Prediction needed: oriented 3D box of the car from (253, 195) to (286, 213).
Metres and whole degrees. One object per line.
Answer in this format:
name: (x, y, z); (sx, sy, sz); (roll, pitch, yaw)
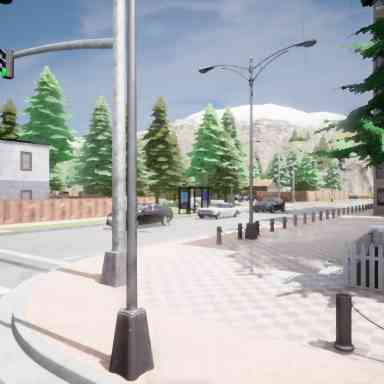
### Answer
car: (8.594, 1.337, 36.734); (2.097, 1.767, 4.553); (0, 0, 38)

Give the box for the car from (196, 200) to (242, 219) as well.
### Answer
car: (2.399, 1.586, 28.628); (1.895, 1.301, 4.718); (0, 0, 37)

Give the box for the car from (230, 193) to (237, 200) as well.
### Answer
car: (10.737, 1.146, 79.124); (1.905, 1.878, 3.866); (0, 0, 36)

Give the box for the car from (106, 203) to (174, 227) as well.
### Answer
car: (-3.223, 1.476, 21.240); (2.128, 1.511, 4.902); (0, 0, 37)

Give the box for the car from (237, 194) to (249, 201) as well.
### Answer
car: (13.001, 1.144, 77.963); (1.932, 1.855, 4.605); (0, 0, 36)
